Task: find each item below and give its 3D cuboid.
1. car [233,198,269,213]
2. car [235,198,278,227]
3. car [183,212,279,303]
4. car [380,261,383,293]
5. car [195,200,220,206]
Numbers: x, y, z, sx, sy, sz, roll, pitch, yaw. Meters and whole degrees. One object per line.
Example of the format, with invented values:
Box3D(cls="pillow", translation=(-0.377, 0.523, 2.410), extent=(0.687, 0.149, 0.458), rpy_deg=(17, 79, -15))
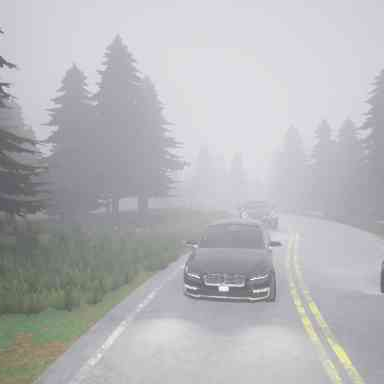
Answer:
Box3D(cls="car", translation=(6.239, 1.410, 35.738), extent=(1.837, 1.490, 4.892), rpy_deg=(2, -1, -15))
Box3D(cls="car", translation=(3.899, 1.270, 20.381), extent=(2.097, 1.767, 4.553), rpy_deg=(-1, 0, 5))
Box3D(cls="car", translation=(1.100, 1.496, 8.421), extent=(1.837, 1.490, 4.892), rpy_deg=(-1, 0, 13))
Box3D(cls="car", translation=(4.498, 1.308, 4.647), extent=(2.097, 1.767, 4.553), rpy_deg=(-1, 0, 8))
Box3D(cls="car", translation=(1.965, 1.798, 44.867), extent=(1.812, 1.442, 4.674), rpy_deg=(3, -5, -35))
